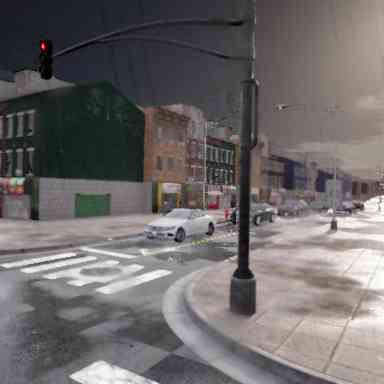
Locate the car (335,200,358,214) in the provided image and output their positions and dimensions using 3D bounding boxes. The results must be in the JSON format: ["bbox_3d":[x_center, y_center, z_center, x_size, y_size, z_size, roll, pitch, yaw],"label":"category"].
[{"bbox_3d":[18.662,1.867,40.617,1.812,1.442,4.674,1,0,34],"label":"car"}]

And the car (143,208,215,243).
[{"bbox_3d":[-0.455,1.540,16.726,1.812,1.442,4.674,1,1,32],"label":"car"}]

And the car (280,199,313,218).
[{"bbox_3d":[9.950,1.497,32.581,2.097,1.767,4.553,1,0,33],"label":"car"}]

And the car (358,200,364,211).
[{"bbox_3d":[24.260,1.947,49.257,1.882,1.535,5.008,1,0,33],"label":"car"}]

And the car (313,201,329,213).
[{"bbox_3d":[15.344,1.811,40.761,2.033,1.411,5.357,1,0,34],"label":"car"}]

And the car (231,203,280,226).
[{"bbox_3d":[4.576,1.562,24.397,1.837,1.490,4.892,1,0,33],"label":"car"}]
